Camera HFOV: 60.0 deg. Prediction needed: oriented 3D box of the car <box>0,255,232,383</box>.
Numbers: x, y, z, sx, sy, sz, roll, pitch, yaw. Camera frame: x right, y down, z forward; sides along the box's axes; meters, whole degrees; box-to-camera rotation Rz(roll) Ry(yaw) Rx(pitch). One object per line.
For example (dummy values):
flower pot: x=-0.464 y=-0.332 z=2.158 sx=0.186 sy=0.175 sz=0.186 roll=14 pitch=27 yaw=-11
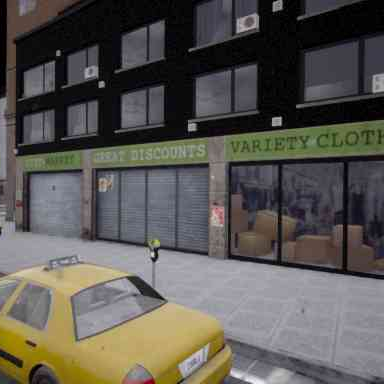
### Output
car: x=-1.855 y=1.524 z=4.416 sx=4.829 sy=1.417 sz=1.752 roll=0 pitch=1 yaw=36

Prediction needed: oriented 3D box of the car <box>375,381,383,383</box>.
car: x=2.829 y=1.551 z=1.071 sx=4.403 sy=1.369 sz=2.008 roll=0 pitch=1 yaw=36
